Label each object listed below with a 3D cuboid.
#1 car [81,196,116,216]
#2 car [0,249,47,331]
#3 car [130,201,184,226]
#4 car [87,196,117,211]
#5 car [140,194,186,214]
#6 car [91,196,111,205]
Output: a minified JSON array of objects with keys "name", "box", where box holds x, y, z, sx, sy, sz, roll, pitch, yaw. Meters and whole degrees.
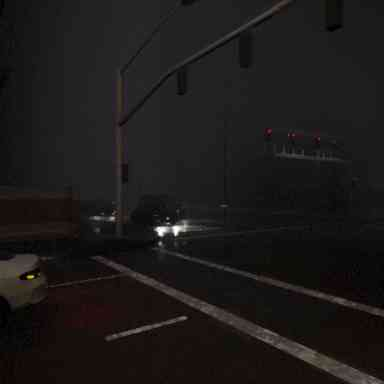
[{"name":"car","box":[-9.405,1.478,32.875,1.882,1.535,5.008,0,0,-36]},{"name":"car","box":[-4.705,1.526,4.966,4.674,1.442,1.812,0,0,-36]},{"name":"car","box":[-2.755,1.564,23.612,1.994,1.385,4.181,0,0,-35]},{"name":"car","box":[-11.236,1.351,41.431,2.097,1.767,4.553,0,0,-36]},{"name":"car","box":[-2.780,1.219,29.656,2.150,2.045,5.566,0,0,-36]},{"name":"car","box":[-16.864,1.477,61.586,1.882,1.535,5.008,0,0,-36]}]
